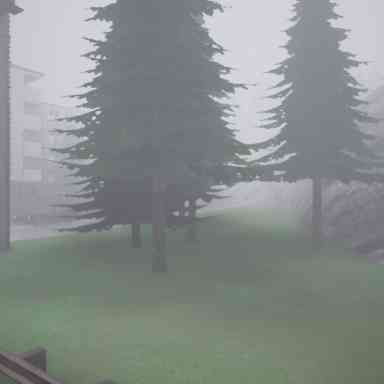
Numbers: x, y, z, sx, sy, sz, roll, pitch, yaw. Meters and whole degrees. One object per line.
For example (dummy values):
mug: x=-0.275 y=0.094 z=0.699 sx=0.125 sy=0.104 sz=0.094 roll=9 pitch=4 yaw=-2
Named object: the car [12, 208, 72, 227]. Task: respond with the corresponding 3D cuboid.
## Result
car: x=-11.021 y=1.860 z=25.315 sx=1.895 sy=1.301 sz=4.718 roll=0 pitch=0 yaw=26
